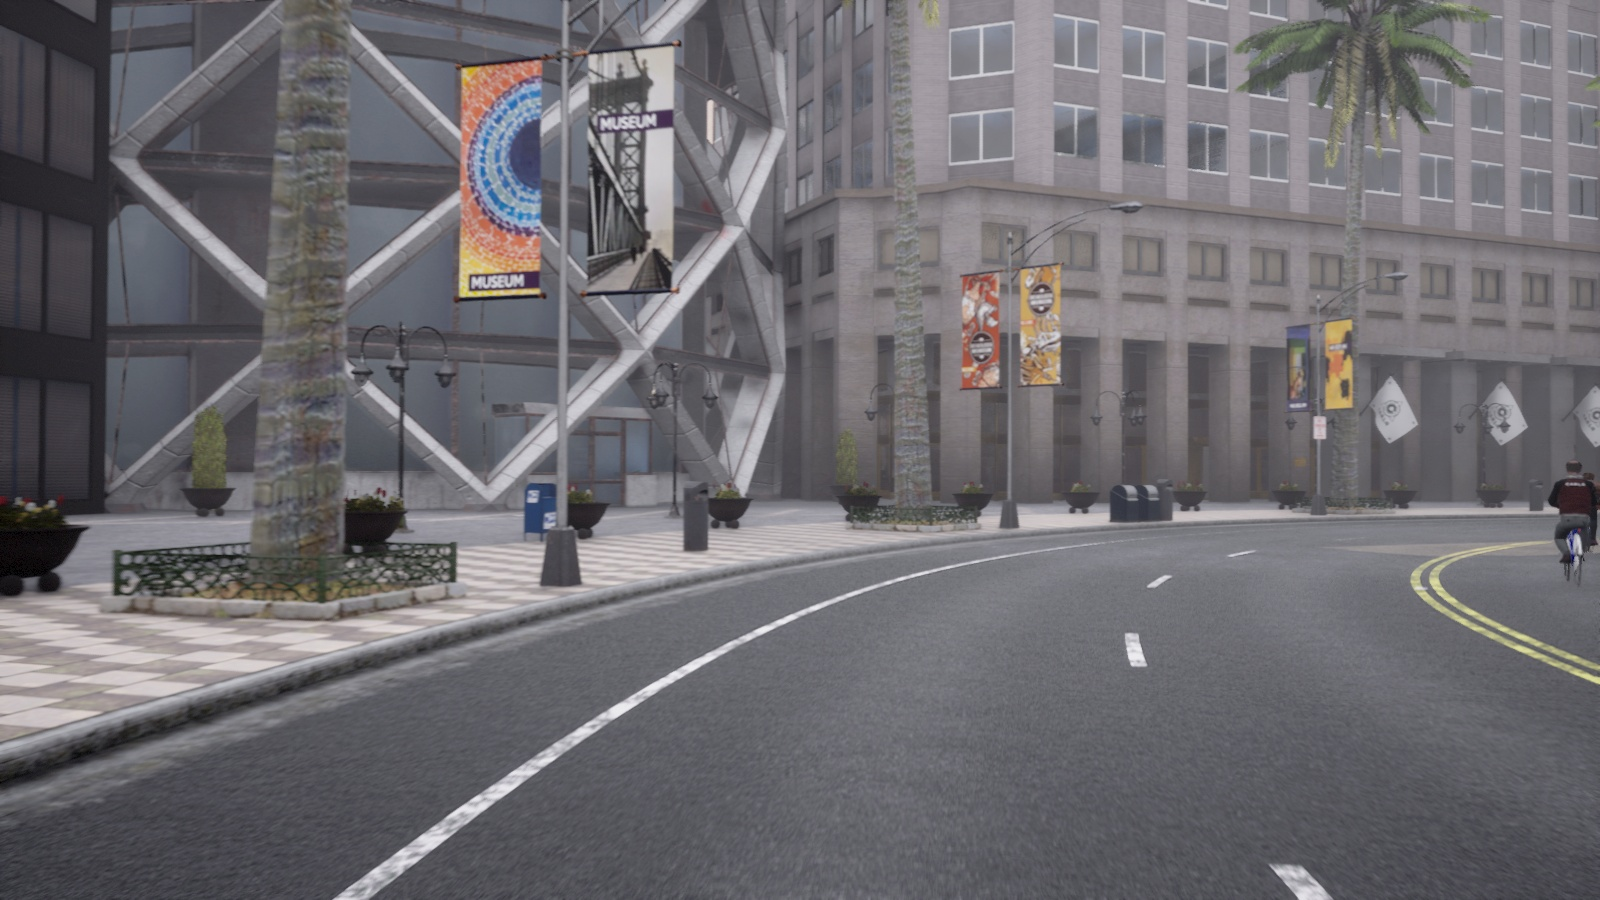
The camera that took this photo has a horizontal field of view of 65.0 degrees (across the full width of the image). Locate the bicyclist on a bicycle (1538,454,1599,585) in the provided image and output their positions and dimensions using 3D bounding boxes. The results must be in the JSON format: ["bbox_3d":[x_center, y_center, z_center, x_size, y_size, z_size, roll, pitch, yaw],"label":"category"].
[{"bbox_3d":[11.045,0.953,17.991,0.659,1.776,1.843,0,-1,26],"label":"bicyclist on a bicycle"}]
